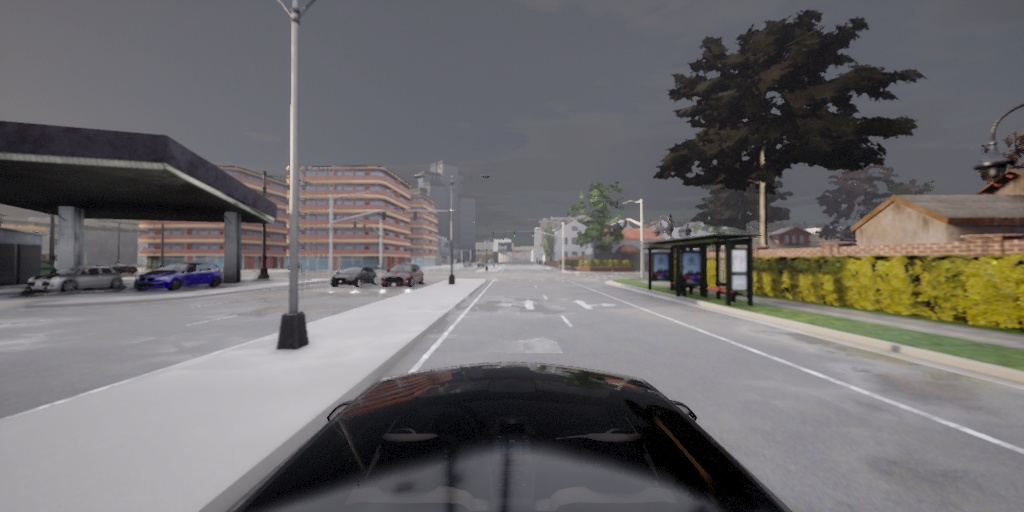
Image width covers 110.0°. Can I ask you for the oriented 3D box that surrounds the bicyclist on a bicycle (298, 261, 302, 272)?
[{"bbox_3d":[-32.102,1.604,54.019,0.582,1.620,1.656,0,0,-1],"label":"bicyclist on a bicycle"}]

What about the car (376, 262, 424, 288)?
[{"bbox_3d":[-8.015,1.363,26.573,2.097,1.767,4.553,0,0,0],"label":"car"}]

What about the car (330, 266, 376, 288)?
[{"bbox_3d":[-11.514,1.519,26.499,1.837,1.490,4.892,0,-1,0],"label":"car"}]
